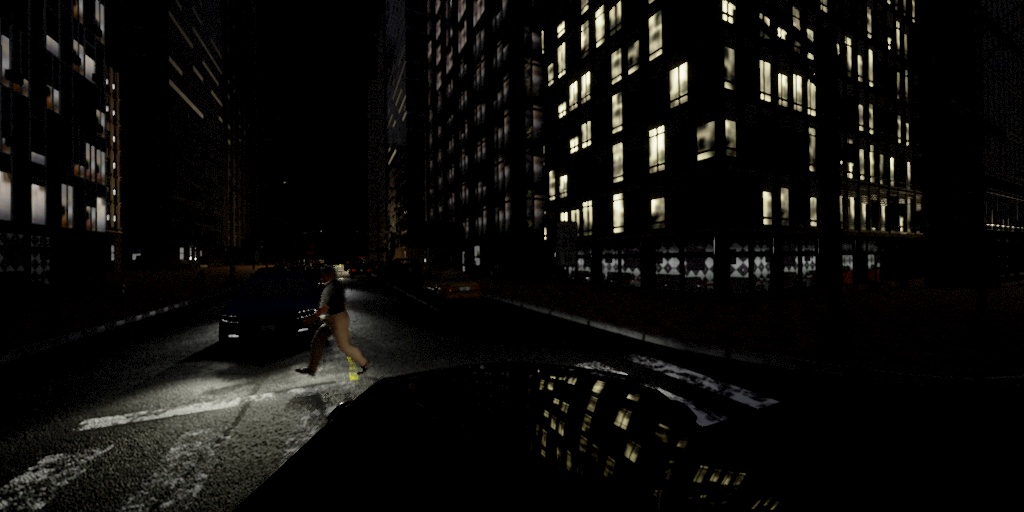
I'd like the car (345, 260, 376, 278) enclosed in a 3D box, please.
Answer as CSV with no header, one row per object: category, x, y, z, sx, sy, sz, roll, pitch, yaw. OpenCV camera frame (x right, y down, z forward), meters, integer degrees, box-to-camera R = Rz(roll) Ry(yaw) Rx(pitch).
car,-14.643,1.344,34.561,2.033,1.411,5.357,-1,0,-25

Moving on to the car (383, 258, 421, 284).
car,-7.963,1.059,26.672,2.192,1.841,5.009,0,0,-26

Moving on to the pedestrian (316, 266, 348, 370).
pedestrian,-2.900,1.023,5.780,0.375,1.860,0.375,0,-1,-26

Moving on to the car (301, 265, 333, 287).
car,-14.359,1.410,26.613,1.895,1.301,4.718,-1,0,-26

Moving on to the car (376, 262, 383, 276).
car,-12.861,1.320,36.836,1.888,1.381,4.507,0,0,-26

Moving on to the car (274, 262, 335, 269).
car,-10.315,1.275,18.199,2.128,1.511,4.902,-1,0,-26

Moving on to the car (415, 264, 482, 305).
car,-2.809,1.236,15.891,1.751,1.417,4.829,0,0,-26

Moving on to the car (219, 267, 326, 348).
car,-6.189,1.234,9.645,1.882,1.535,5.008,-1,0,-27

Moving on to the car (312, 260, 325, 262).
car,-18.681,1.399,35.661,1.994,1.385,4.181,-1,0,-25

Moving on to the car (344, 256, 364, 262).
car,-23.608,1.070,53.145,2.150,2.045,5.566,-1,0,-26

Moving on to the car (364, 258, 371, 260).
car,-22.660,1.376,57.163,1.888,1.381,4.507,0,0,-26
